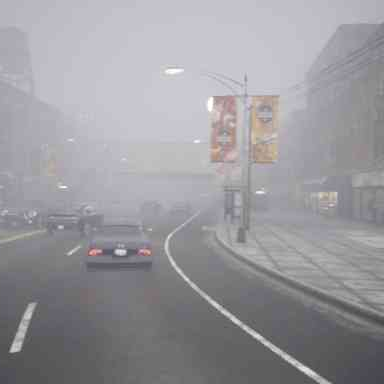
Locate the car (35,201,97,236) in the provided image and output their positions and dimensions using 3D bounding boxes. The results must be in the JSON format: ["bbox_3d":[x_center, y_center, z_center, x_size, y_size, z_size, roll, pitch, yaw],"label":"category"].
[{"bbox_3d":[-6.025,1.427,17.802,2.128,1.511,4.902,1,0,1],"label":"car"}]

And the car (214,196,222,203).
[{"bbox_3d":[7.360,2.061,95.024,2.185,1.767,4.553,1,0,5],"label":"car"}]

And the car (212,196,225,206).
[{"bbox_3d":[6.332,2.103,84.297,2.231,1.521,4.892,1,0,15],"label":"car"}]

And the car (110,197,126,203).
[{"bbox_3d":[-10.999,1.127,44.588,2.128,1.511,4.902,1,0,5],"label":"car"}]

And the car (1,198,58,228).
[{"bbox_3d":[-9.665,1.206,20.656,2.097,1.767,4.553,2,0,3],"label":"car"}]

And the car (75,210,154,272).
[{"bbox_3d":[-2.231,1.546,10.761,2.033,1.411,5.357,2,0,-10],"label":"car"}]

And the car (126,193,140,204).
[{"bbox_3d":[-11.980,1.272,67.287,2.435,2.045,5.566,1,0,5],"label":"car"}]

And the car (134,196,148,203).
[{"bbox_3d":[-11.356,1.695,74.654,1.895,1.301,4.718,1,0,5],"label":"car"}]

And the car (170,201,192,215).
[{"bbox_3d":[-1.136,1.712,36.215,2.033,1.411,5.357,1,0,5],"label":"car"}]

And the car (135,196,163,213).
[{"bbox_3d":[-4.499,1.575,37.760,2.128,1.511,4.902,1,0,5],"label":"car"}]
